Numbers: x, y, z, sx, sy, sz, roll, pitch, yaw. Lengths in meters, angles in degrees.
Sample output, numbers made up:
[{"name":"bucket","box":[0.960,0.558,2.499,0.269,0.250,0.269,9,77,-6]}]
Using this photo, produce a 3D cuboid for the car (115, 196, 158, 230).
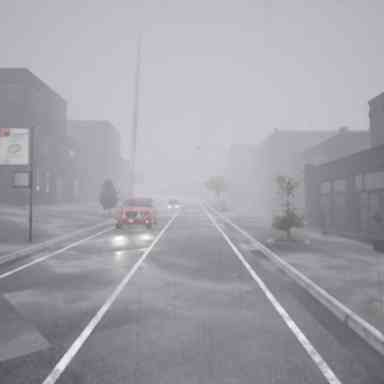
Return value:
[{"name":"car","box":[-3.567,1.322,22.209,2.150,2.045,5.566,0,0,0]}]

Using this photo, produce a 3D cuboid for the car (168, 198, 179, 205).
[{"name":"car","box":[-3.531,1.788,63.008,1.895,1.301,4.718,0,0,0]}]
